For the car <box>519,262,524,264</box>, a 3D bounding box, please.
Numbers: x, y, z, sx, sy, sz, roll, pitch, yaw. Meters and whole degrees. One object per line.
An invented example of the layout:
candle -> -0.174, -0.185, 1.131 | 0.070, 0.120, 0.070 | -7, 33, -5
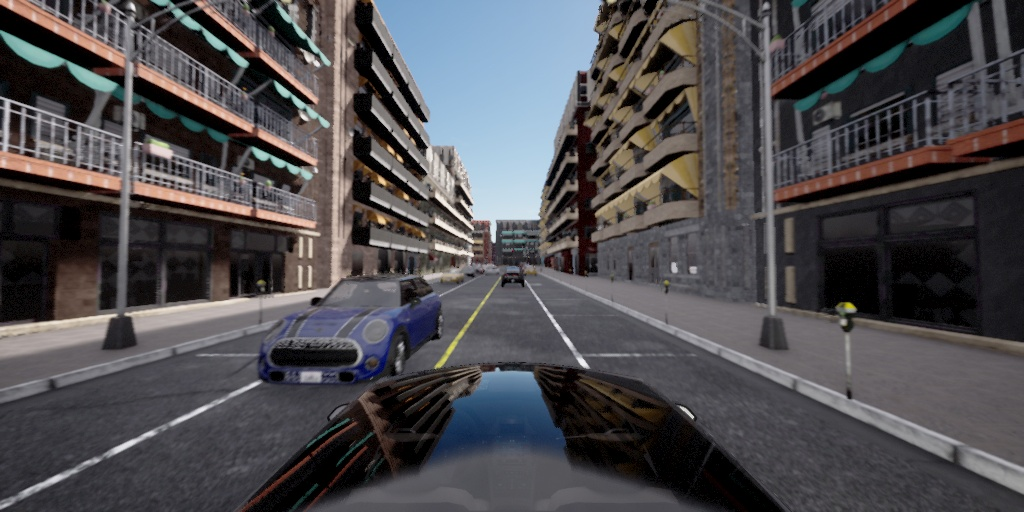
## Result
car -> 2.548, 2.083, 60.374 | 1.967, 1.591, 4.097 | 0, 0, 0

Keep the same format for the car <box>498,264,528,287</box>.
car -> 0.086, 1.665, 29.383 | 1.837, 1.490, 4.892 | 0, -1, 1

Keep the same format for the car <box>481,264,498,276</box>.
car -> -2.814, 2.088, 50.684 | 1.895, 1.301, 4.718 | 0, -1, 0

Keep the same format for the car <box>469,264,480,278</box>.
car -> -5.328, 1.943, 43.652 | 1.948, 1.339, 4.313 | 0, 0, 0

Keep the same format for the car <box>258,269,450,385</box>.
car -> -2.845, 1.186, 7.425 | 2.097, 1.767, 4.553 | 0, -1, 1

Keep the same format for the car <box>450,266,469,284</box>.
car -> -5.324, 1.733, 32.357 | 1.751, 1.417, 4.829 | 0, 0, 0

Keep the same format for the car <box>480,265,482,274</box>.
car -> -5.331, 1.992, 54.780 | 1.967, 1.591, 4.097 | 0, 0, 0

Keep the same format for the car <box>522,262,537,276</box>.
car -> 2.551, 1.990, 49.419 | 1.751, 1.417, 4.829 | 0, 0, 0
